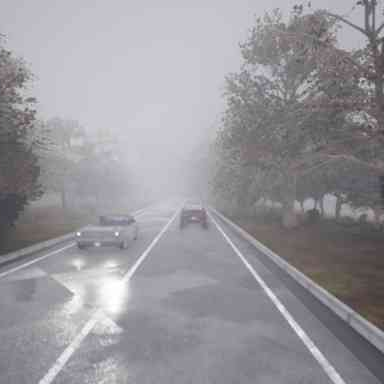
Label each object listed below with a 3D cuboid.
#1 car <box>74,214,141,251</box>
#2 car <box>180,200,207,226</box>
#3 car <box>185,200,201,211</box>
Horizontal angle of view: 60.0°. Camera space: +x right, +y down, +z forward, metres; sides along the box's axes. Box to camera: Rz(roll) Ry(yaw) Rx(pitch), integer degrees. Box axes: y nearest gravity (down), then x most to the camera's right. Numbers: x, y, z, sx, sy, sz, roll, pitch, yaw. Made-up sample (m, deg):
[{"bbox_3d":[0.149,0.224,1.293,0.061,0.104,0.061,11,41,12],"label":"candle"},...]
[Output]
[{"bbox_3d":[-3.524,1.669,14.659,1.895,1.301,4.718,0,0,1],"label":"car"},{"bbox_3d":[0.111,1.591,24.607,1.882,1.535,5.008,0,0,0],"label":"car"},{"bbox_3d":[0.132,1.767,43.772,1.895,1.301,4.718,0,0,0],"label":"car"}]
